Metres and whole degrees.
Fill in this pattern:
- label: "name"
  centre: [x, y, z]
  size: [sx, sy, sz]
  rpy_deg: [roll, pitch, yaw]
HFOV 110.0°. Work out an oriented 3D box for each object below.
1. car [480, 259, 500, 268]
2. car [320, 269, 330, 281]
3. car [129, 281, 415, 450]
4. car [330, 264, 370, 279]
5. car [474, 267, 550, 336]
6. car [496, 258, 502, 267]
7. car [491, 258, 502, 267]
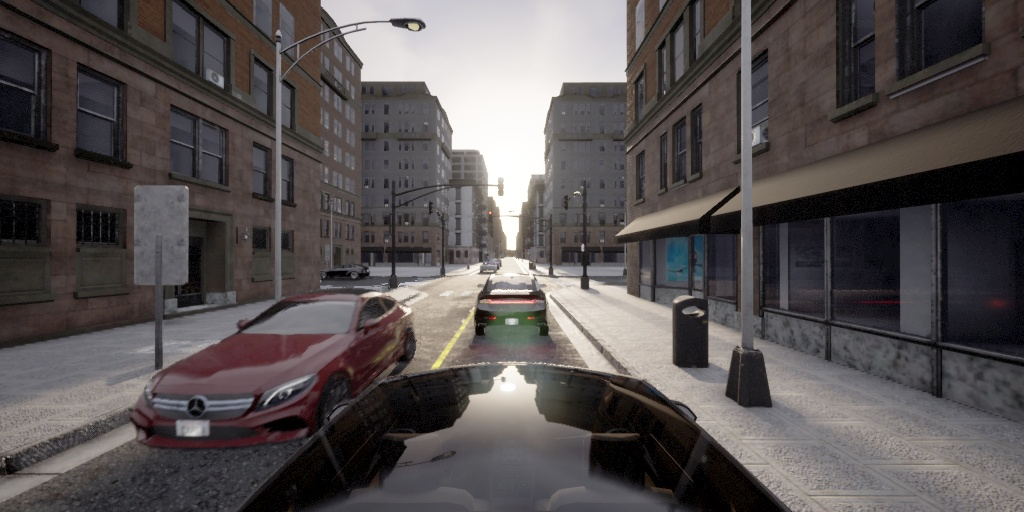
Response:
- label: "car"
  centre: [-2.853, 1.324, 43.688]
  size: [1.895, 1.301, 4.718]
  rpy_deg: [0, 0, 0]
- label: "car"
  centre: [-14.773, 1.288, 23.532]
  size: [4.313, 1.339, 1.948]
  rpy_deg: [0, 0, 0]
- label: "car"
  centre: [-2.827, 1.276, 5.518]
  size: [1.812, 1.442, 4.674]
  rpy_deg: [0, 0, 0]
- label: "car"
  centre: [-14.768, 1.329, 31.558]
  size: [4.313, 1.339, 1.948]
  rpy_deg: [0, 0, 0]
- label: "car"
  centre: [-0.001, 1.241, 10.388]
  size: [2.128, 1.511, 4.902]
  rpy_deg: [0, 0, 0]
- label: "car"
  centre: [-2.847, 1.187, 53.927]
  size: [1.882, 1.535, 5.008]
  rpy_deg: [0, 0, 0]
- label: "car"
  centre: [-2.813, 1.199, 65.243]
  size: [1.837, 1.490, 4.892]
  rpy_deg: [0, 0, 1]
